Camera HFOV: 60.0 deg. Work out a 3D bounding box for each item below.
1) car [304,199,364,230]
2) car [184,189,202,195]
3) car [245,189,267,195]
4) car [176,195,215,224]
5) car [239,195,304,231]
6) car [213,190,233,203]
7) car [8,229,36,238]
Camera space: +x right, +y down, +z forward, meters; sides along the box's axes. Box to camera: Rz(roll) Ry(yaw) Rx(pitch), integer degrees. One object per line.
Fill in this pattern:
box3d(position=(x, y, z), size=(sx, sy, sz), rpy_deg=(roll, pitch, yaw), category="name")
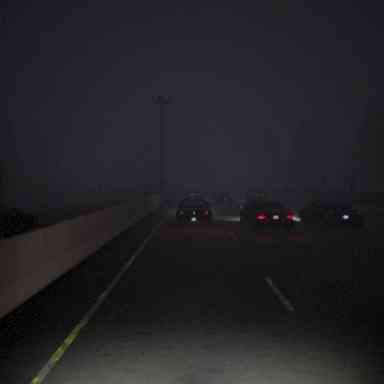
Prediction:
box3d(position=(7.102, 1.074, 17.351), size=(1.994, 1.385, 4.181), rpy_deg=(0, 2, 0), category="car")
box3d(position=(0.101, 0.448, 37.152), size=(2.128, 1.511, 4.902), rpy_deg=(0, 2, 0), category="car")
box3d(position=(7.101, 0.448, 37.137), size=(2.128, 1.511, 4.902), rpy_deg=(0, 2, 0), category="car")
box3d(position=(0.102, 1.054, 19.382), size=(1.895, 1.301, 4.718), rpy_deg=(0, 2, 0), category="car")
box3d(position=(3.602, 1.073, 16.787), size=(2.033, 1.411, 5.357), rpy_deg=(0, 2, 0), category="car")
box3d(position=(3.586, 0.452, 38.240), size=(1.812, 1.442, 4.674), rpy_deg=(0, 2, 0), category="car")
box3d(position=(-7.100, 1.226, 11.329), size=(2.033, 1.411, 5.357), rpy_deg=(0, 2, 0), category="car")
